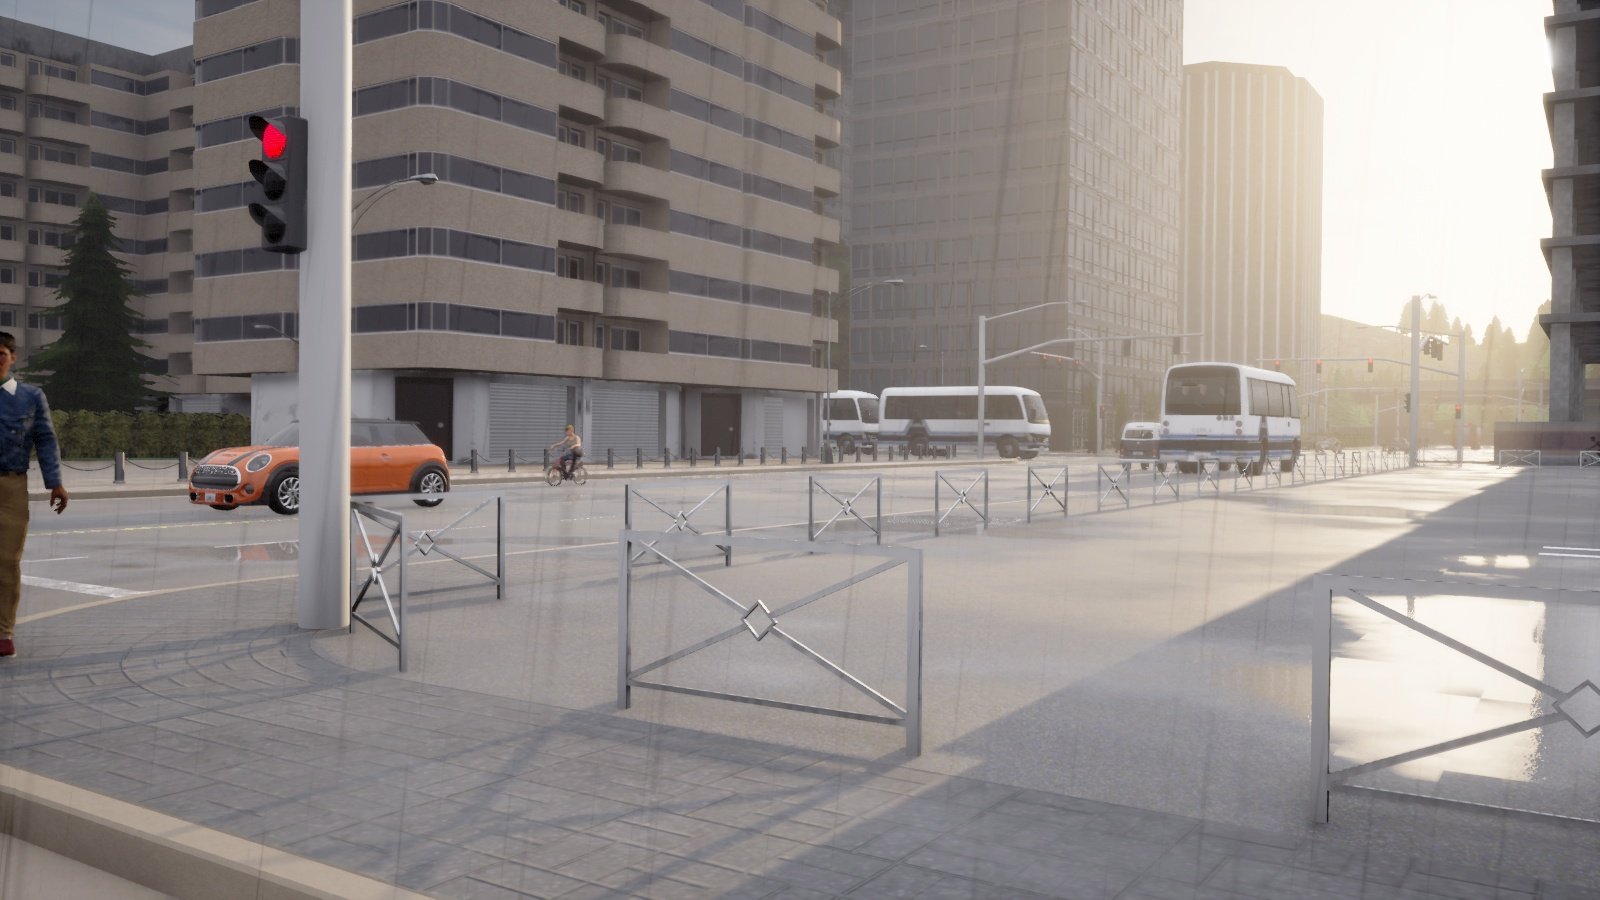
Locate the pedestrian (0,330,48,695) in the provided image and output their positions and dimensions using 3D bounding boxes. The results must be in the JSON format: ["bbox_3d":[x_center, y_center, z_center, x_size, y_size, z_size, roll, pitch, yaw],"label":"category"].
[{"bbox_3d":[-4.516,0.335,7.028,0.423,1.949,0.788,-1,1,-25],"label":"pedestrian"}]

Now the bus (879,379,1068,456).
[{"bbox_3d":[10.111,-1.795,73.796,10.273,4.253,3.944,0,1,33],"label":"bus"}]

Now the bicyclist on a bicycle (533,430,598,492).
[{"bbox_3d":[-6.201,0.271,33.212,0.866,1.612,1.509,0,1,33],"label":"bicyclist on a bicycle"}]

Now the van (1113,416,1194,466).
[{"bbox_3d":[15.001,-0.407,53.198,2.069,2.038,4.480,0,1,33],"label":"van"}]

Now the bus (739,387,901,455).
[{"bbox_3d":[1.260,-1.855,83.710,10.273,4.253,3.944,0,1,33],"label":"bus"}]

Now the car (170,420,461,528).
[{"bbox_3d":[-8.683,0.356,22.910,2.097,1.767,4.553,0,1,33],"label":"car"}]

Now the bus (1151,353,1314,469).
[{"bbox_3d":[17.821,-1.504,51.114,3.944,4.253,10.273,0,1,33],"label":"bus"}]
